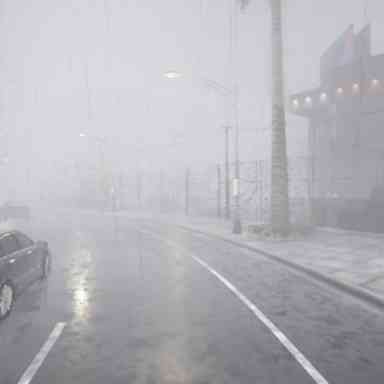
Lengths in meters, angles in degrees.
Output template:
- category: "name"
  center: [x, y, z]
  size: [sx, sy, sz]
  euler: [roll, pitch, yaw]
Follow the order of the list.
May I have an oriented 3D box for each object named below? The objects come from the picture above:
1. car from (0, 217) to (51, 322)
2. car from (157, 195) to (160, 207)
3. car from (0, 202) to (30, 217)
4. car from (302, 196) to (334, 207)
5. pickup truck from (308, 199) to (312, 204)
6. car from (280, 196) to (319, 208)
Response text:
- category: "car"
  center: [-4.416, 1.535, 7.077]
  size: [1.837, 1.490, 4.892]
  euler: [0, 0, -10]
- category: "car"
  center: [-4.999, 1.296, 50.386]
  size: [2.185, 1.767, 4.553]
  euler: [0, 0, -41]
- category: "car"
  center: [-15.495, 1.583, 28.768]
  size: [1.882, 1.535, 5.008]
  euler: [0, 0, -39]
- category: "car"
  center: [18.334, 1.342, 48.505]
  size: [1.970, 1.475, 3.806]
  euler: [0, 0, -41]
- category: "pickup truck"
  center: [12.730, 1.013, 29.197]
  size: [6.274, 2.098, 2.390]
  euler: [0, 0, -41]
- category: "car"
  center: [14.614, 1.334, 45.246]
  size: [2.002, 1.452, 4.674]
  euler: [0, 0, -41]
